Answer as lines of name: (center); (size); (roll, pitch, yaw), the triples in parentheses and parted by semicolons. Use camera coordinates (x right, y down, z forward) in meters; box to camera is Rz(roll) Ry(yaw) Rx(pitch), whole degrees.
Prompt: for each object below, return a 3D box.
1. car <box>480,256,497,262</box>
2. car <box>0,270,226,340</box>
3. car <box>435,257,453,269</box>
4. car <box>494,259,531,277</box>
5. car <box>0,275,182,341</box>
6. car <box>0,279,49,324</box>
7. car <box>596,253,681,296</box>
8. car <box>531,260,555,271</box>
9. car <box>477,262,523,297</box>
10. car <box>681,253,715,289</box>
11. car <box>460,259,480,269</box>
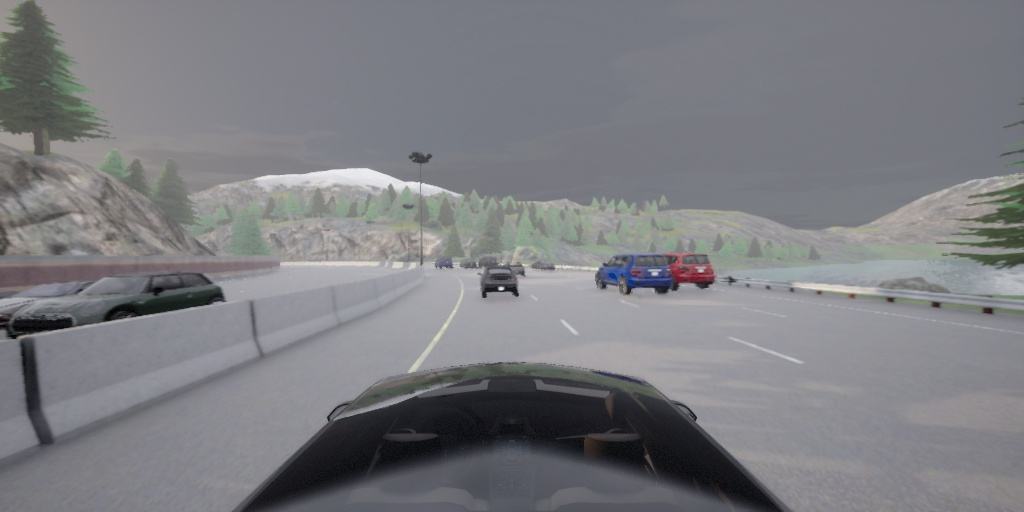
car: (-4.169, 1.106, 61.588); (2.150, 2.045, 5.566); (0, 0, -23)
car: (-10.767, 1.255, 10.318); (2.097, 1.767, 4.553); (-1, 0, -3)
car: (-11.700, 1.206, 61.358); (2.150, 2.045, 5.566); (0, 0, -23)
car: (-0.024, 1.287, 35.525); (2.128, 1.511, 4.902); (-1, 0, -12)
car: (-14.318, 1.501, 11.886); (2.033, 1.411, 5.357); (-1, 0, -4)
car: (-17.755, 1.545, 10.316); (2.033, 1.411, 5.357); (-1, 0, -3)
car: (6.314, 0.911, 19.191); (2.150, 2.045, 5.566); (0, 0, -6)
car: (4.122, 1.305, 49.140); (2.033, 1.411, 5.357); (-1, 0, -19)
car: (-0.793, 1.290, 19.413); (1.837, 1.490, 4.892); (0, 0, -7)
car: (9.604, 0.870, 21.563); (2.150, 2.045, 5.566); (0, 0, -8)
car: (-7.286, 1.274, 59.481); (2.097, 1.767, 4.553); (-1, 0, -21)
